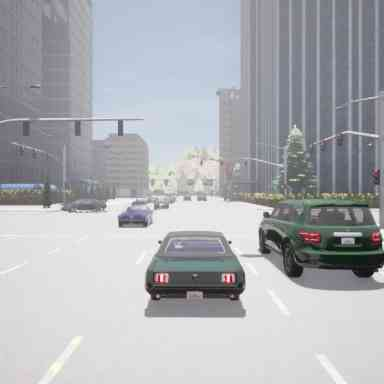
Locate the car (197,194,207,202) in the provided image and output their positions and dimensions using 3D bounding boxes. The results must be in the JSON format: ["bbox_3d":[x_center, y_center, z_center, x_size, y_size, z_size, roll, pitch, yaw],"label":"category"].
[{"bbox_3d":[2.373,1.347,78.765,2.097,1.767,4.553,0,0,-1],"label":"car"}]

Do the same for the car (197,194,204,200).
[{"bbox_3d":[2.227,1.385,89.046,1.882,1.535,5.008,0,0,-1],"label":"car"}]

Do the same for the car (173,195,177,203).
[{"bbox_3d":[-4.457,1.492,62.941,2.128,1.511,4.902,0,0,0],"label":"car"}]

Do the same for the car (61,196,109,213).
[{"bbox_3d":[-11.791,1.492,36.650,4.902,1.511,2.128,0,0,-38],"label":"car"}]

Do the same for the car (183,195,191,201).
[{"bbox_3d":[-1.271,1.538,88.851,2.033,1.411,5.357,0,0,-1],"label":"car"}]

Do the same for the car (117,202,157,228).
[{"bbox_3d":[-3.734,1.600,22.522,1.895,1.301,4.718,0,0,-1],"label":"car"}]

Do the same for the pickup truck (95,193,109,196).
[{"bbox_3d":[-21.173,1.057,73.355,2.390,2.098,6.274,0,0,30],"label":"pickup truck"}]

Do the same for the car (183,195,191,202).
[{"bbox_3d":[-1.122,1.499,78.496,1.837,1.490,4.892,0,0,-1],"label":"car"}]

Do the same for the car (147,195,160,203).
[{"bbox_3d":[-7.989,1.491,68.937,2.128,1.511,4.902,0,0,-1],"label":"car"}]

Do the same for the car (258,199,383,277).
[{"bbox_3d":[3.585,1.221,10.330,2.150,2.045,5.566,0,0,0],"label":"car"}]

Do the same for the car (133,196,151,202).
[{"bbox_3d":[-7.814,1.600,50.248,1.895,1.301,4.718,0,0,-1],"label":"car"}]

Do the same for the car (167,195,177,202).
[{"bbox_3d":[-4.624,1.509,78.538,2.128,1.511,4.902,0,0,-1],"label":"car"}]

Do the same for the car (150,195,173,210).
[{"bbox_3d":[-3.968,1.491,43.530,2.128,1.511,4.902,0,0,-5],"label":"car"}]

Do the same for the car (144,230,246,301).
[{"bbox_3d":[0.074,1.601,8.301,1.895,1.301,4.718,0,0,0],"label":"car"}]
